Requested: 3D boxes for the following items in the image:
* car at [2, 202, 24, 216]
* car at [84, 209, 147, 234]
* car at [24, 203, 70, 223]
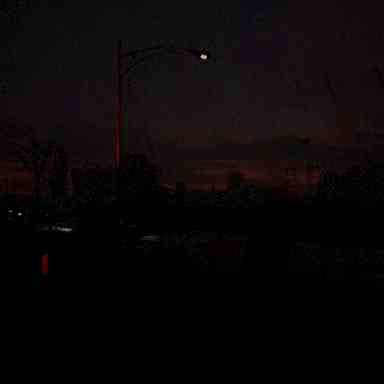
[{"bbox_3d":[-18.330,1.782,34.102,2.033,1.411,5.357,1,-1,-41],"label":"car"},{"bbox_3d":[-4.419,1.642,18.955,1.994,1.385,4.181,1,-1,-44],"label":"car"},{"bbox_3d":[-11.374,1.631,26.377,1.882,1.535,5.008,1,-1,-42],"label":"car"}]
